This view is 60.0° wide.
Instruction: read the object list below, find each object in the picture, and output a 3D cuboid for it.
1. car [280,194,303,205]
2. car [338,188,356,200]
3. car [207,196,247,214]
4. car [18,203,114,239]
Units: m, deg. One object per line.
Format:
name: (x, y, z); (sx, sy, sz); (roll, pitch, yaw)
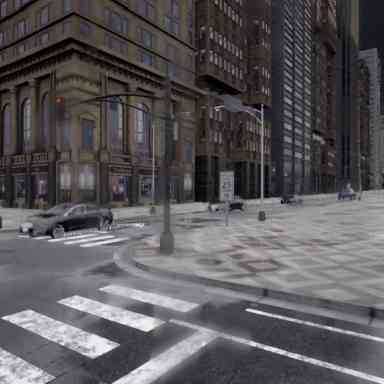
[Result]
car: (13.253, 0.943, 44.115); (1.994, 1.385, 4.181); (0, 1, 36)
car: (27.002, 0.359, 57.879); (2.150, 2.045, 5.566); (0, 1, 36)
car: (3.257, 1.099, 30.201); (2.128, 1.511, 4.902); (0, 1, 36)
car: (-6.035, 1.325, 16.528); (2.128, 1.511, 4.902); (0, 1, 29)
